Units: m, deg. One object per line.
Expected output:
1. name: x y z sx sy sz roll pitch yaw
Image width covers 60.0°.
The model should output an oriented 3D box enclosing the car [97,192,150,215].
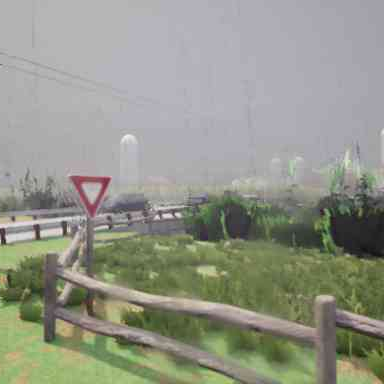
1. car: -5.626 0.878 27.292 2.097 1.767 4.553 0 2 37
